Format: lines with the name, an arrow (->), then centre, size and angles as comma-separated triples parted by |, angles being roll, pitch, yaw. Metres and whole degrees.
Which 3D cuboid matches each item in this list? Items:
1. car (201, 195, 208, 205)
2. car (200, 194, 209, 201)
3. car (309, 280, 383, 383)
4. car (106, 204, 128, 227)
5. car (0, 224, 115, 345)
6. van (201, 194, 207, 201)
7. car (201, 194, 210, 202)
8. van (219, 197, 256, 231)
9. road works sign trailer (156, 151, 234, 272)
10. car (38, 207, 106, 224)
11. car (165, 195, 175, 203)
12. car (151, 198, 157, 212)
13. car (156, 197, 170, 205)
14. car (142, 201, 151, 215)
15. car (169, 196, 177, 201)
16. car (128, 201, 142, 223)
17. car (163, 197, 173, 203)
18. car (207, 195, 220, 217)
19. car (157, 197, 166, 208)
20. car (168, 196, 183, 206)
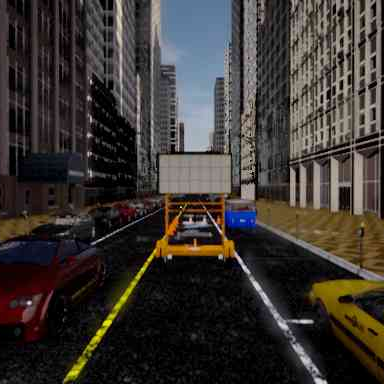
car -> 3.137, 1.667, 60.249 | 2.008, 1.369, 4.403 | -1, 0, 0
car -> 3.349, 1.483, 88.667 | 2.192, 1.841, 5.009 | -1, 0, 0
car -> 2.710, 1.533, 3.584 | 1.752, 1.417, 4.829 | -1, 0, 0
car -> -5.543, 1.605, 20.528 | 1.947, 1.339, 4.313 | -1, 0, 0
car -> -3.052, 1.576, 6.471 | 1.994, 1.385, 4.181 | 0, 0, 0
van -> 3.392, 1.520, 94.350 | 1.690, 1.788, 3.998 | -1, 0, 0
car -> 3.306, 1.473, 82.983 | 2.192, 1.841, 5.009 | -1, 0, 0
van -> 2.836, 1.381, 20.465 | 1.690, 1.788, 3.998 | -1, 0, 0
road works sign trailer -> 0.101, 0.485, 10.867 | 2.380, 3.560, 2.880 | 0, 0, 1
car -> -5.586, 1.579, 14.844 | 2.008, 1.369, 4.403 | -1, 0, 0
car -> -5.116, 1.587, 77.362 | 1.967, 1.590, 4.097 | -1, 0, 0
car -> -5.414, 1.654, 37.578 | 1.802, 1.307, 4.206 | -1, 0, 0
car -> -5.243, 1.666, 60.312 | 2.008, 1.369, 4.403 | -1, 0, 0
car -> -5.458, 1.612, 31.895 | 2.008, 1.369, 4.403 | -1, 0, 0
car -> -5.030, 1.693, 88.560 | 1.752, 1.417, 4.829 | -1, 0, 0
car -> -5.500, 1.595, 26.211 | 1.887, 1.381, 4.507 | -1, 0, 0
car -> -5.158, 1.718, 71.679 | 1.802, 1.307, 4.206 | -1, 0, 0
car -> 2.921, 1.377, 31.832 | 2.192, 1.841, 5.009 | -1, 0, 0
car -> -5.329, 1.645, 48.945 | 2.008, 1.369, 4.403 | -1, 0, 0
car -> -2.603, 1.585, 56.016 | 1.882, 1.535, 5.008 | 0, 0, 1
